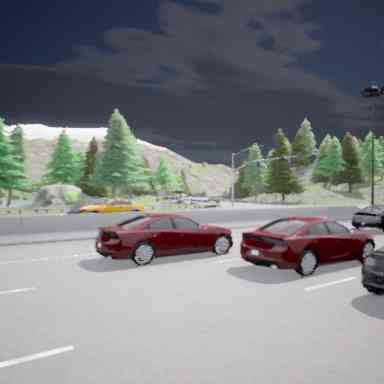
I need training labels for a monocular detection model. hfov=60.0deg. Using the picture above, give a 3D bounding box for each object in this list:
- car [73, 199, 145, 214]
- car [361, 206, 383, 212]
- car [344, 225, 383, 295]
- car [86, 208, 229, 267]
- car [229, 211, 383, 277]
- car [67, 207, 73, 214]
[{"bbox_3d":[-5.950,1.269,25.137,5.008,1.535,1.882,0,0,-34],"label":"car"},{"bbox_3d":[11.587,1.581,19.925,4.902,1.511,2.128,0,0,-34],"label":"car"},{"bbox_3d":[5.654,1.566,7.482,4.674,1.442,1.812,0,0,-34],"label":"car"},{"bbox_3d":[-0.785,1.482,11.559,5.008,1.535,1.882,0,0,-34],"label":"car"},{"bbox_3d":[3.756,1.509,10.419,5.008,1.535,1.882,1,0,-34],"label":"car"},{"bbox_3d":[-7.924,1.477,28.029,4.902,1.511,2.128,0,0,-34],"label":"car"}]
